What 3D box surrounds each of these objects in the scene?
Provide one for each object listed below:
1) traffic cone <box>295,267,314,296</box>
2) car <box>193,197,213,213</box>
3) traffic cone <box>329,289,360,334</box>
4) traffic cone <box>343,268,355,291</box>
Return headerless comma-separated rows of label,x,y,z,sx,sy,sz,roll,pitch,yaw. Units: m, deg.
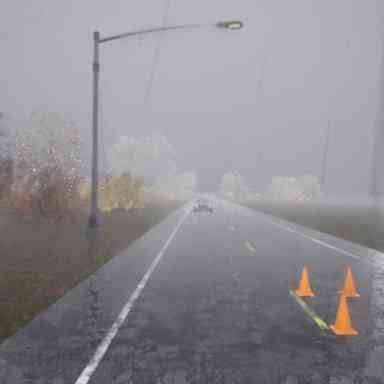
traffic cone,2.537,1.992,7.501,0.340,0.580,0.340,1,0,1
car,1.242,1.395,37.215,2.097,1.767,4.553,1,0,2
traffic cone,2.500,1.990,5.500,0.340,0.580,0.340,1,0,1
traffic cone,3.537,2.004,7.482,0.340,0.580,0.340,1,0,1
